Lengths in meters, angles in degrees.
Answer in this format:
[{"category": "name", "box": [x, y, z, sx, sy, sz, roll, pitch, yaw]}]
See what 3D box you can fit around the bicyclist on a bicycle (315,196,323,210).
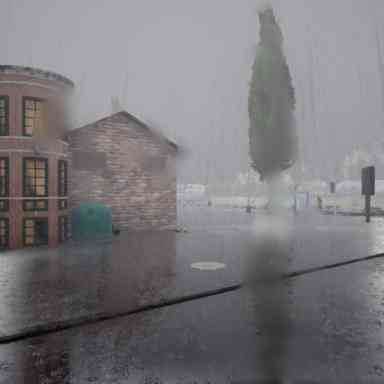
[{"category": "bicyclist on a bicycle", "box": [15.318, 1.349, 40.146, 1.656, 1.620, 0.582, 0, 0, -36]}]
